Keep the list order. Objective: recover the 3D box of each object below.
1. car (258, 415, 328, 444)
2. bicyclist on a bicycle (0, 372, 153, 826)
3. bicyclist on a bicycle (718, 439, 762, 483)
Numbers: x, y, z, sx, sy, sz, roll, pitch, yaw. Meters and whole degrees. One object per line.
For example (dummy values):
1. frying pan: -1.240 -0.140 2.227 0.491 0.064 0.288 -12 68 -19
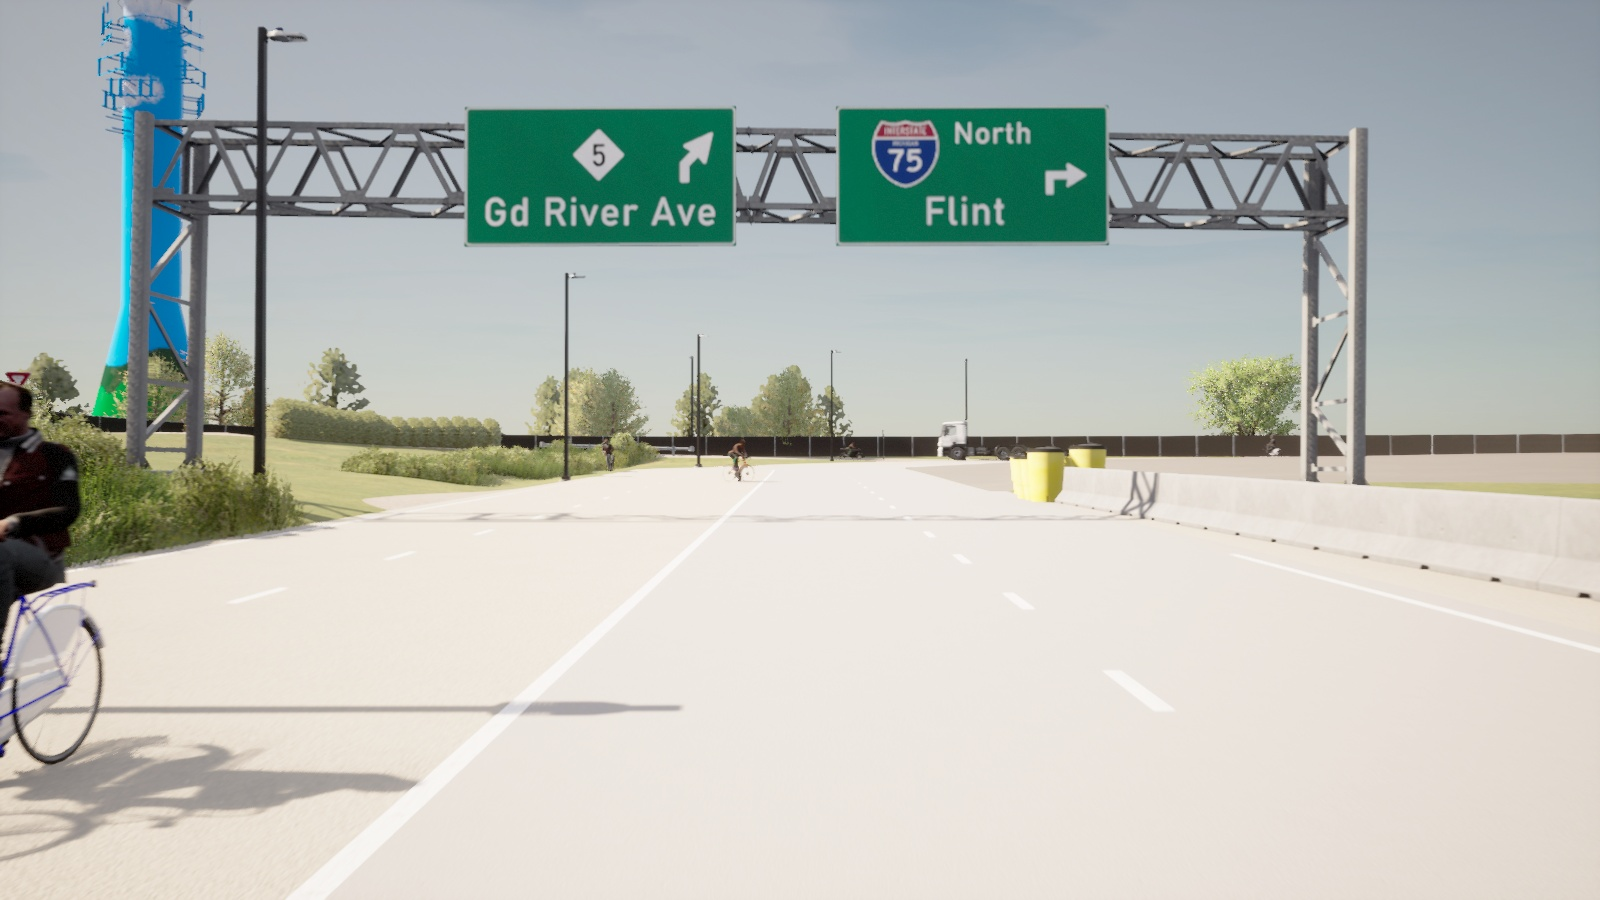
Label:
1. car: -36.910 -1.462 91.522 1.932 1.855 4.605 -1 -2 26
2. bicyclist on a bicycle: -3.455 0.582 5.132 0.659 1.776 1.843 0 0 0
3. bicyclist on a bicycle: -2.264 0.420 47.311 1.656 1.620 0.582 1 0 41
